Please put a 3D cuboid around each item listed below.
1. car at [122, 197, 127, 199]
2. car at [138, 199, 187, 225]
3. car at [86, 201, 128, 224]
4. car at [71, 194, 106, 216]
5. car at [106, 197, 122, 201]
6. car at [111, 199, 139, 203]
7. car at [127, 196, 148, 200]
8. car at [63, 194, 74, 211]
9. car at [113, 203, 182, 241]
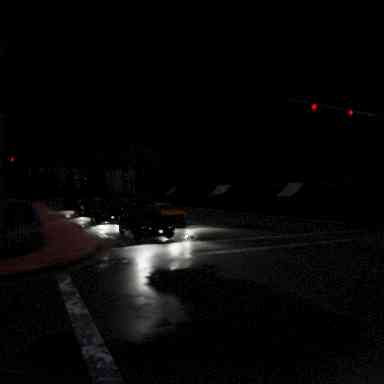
[{"bbox_3d":[-12.759,1.598,61.480,1.812,1.442,4.674,0,0,-27],"label":"car"},{"bbox_3d":[-2.077,1.534,24.321,1.882,1.535,5.008,0,0,-27],"label":"car"},{"bbox_3d":[-6.489,1.621,25.309,1.994,1.385,4.181,0,0,-27],"label":"car"},{"bbox_3d":[-10.280,1.412,32.880,2.097,1.767,4.553,0,0,-27],"label":"car"},{"bbox_3d":[-10.785,1.555,41.726,2.128,1.511,4.902,0,0,-26],"label":"car"},{"bbox_3d":[-6.256,1.661,32.662,1.895,1.301,4.718,0,0,-26],"label":"car"},{"bbox_3d":[-8.290,1.420,52.562,2.097,1.767,4.553,0,0,-27],"label":"car"},{"bbox_3d":[-15.346,1.285,43.023,2.150,2.045,5.566,0,0,-26],"label":"car"},{"bbox_3d":[-2.499,1.558,17.346,1.837,1.490,4.892,0,0,-27],"label":"car"}]
